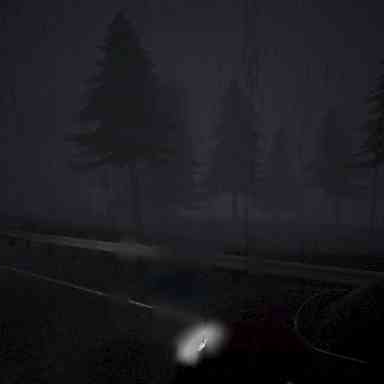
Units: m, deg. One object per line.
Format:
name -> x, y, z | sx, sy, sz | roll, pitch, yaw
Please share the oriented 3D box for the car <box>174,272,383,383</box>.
car -> 2.050, 1.353, 2.566 | 4.553, 1.767, 2.097 | 0, 0, 34
